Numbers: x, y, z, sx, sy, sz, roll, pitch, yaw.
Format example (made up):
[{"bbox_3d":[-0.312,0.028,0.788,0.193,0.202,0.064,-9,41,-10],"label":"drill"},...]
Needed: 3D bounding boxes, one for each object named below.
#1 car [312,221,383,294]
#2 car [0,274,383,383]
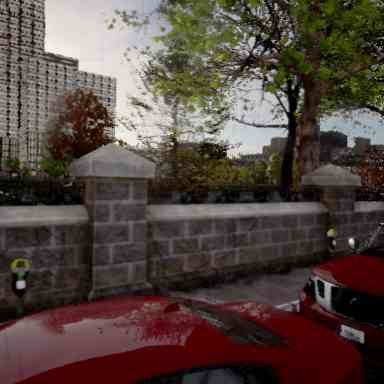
[{"bbox_3d":[3.887,1.299,5.161,5.009,1.841,2.192,1,1,-34],"label":"car"},{"bbox_3d":[-0.769,1.485,1.988,4.507,1.381,1.887,1,1,-34],"label":"car"}]
